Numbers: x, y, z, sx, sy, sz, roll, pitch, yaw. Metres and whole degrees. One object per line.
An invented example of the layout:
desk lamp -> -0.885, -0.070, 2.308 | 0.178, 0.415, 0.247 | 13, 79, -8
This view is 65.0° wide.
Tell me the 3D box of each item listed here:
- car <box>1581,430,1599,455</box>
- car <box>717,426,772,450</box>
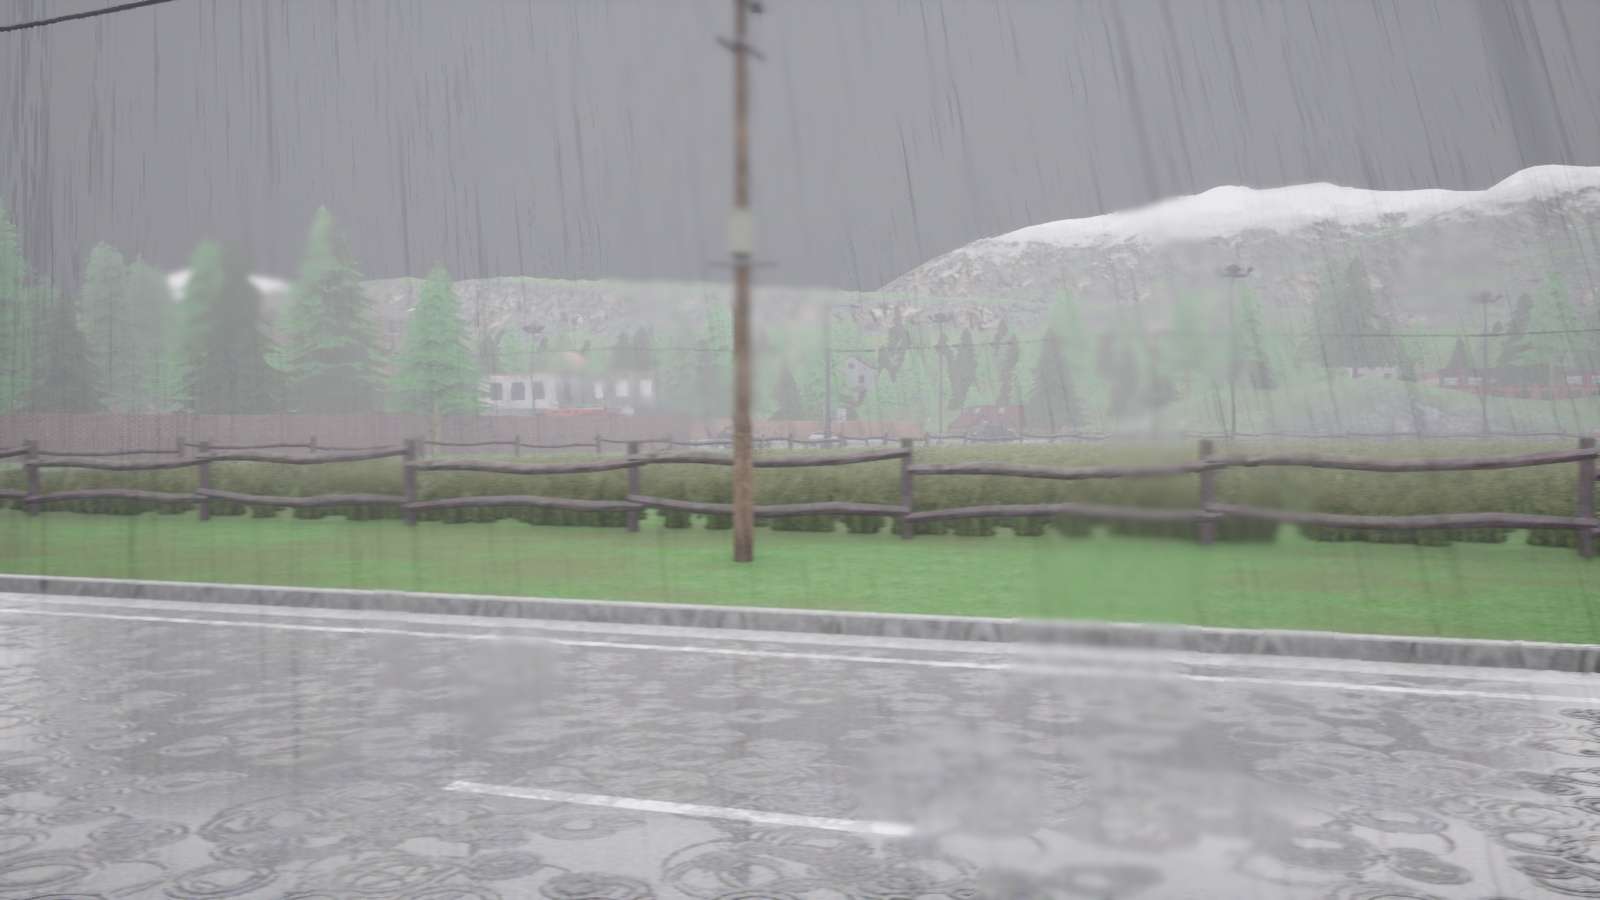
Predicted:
car -> 54.766, -0.516, 82.922 | 5.027, 1.651, 2.152 | 1, 1, 18
car -> -4.355, -0.977, 98.823 | 3.866, 1.878, 1.905 | 0, 1, 18
